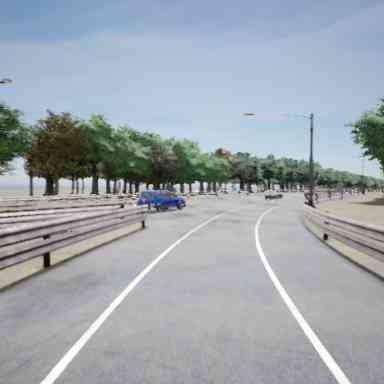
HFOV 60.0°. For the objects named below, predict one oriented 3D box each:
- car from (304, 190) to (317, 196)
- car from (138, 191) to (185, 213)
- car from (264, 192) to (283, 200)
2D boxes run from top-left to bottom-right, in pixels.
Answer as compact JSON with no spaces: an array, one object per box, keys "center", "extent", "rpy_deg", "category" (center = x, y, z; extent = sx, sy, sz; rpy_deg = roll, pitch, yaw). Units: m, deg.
[{"center":[28.086,0.242,78.659],"extent":[1.895,1.301,4.718],"rpy_deg":[1,1,34],"category":"car"},{"center":[-2.946,0.879,32.948],"extent":[2.150,2.045,5.566],"rpy_deg":[1,2,34],"category":"car"},{"center":[14.526,0.685,58.715],"extent":[1.895,1.301,4.718],"rpy_deg":[1,2,34],"category":"car"}]
